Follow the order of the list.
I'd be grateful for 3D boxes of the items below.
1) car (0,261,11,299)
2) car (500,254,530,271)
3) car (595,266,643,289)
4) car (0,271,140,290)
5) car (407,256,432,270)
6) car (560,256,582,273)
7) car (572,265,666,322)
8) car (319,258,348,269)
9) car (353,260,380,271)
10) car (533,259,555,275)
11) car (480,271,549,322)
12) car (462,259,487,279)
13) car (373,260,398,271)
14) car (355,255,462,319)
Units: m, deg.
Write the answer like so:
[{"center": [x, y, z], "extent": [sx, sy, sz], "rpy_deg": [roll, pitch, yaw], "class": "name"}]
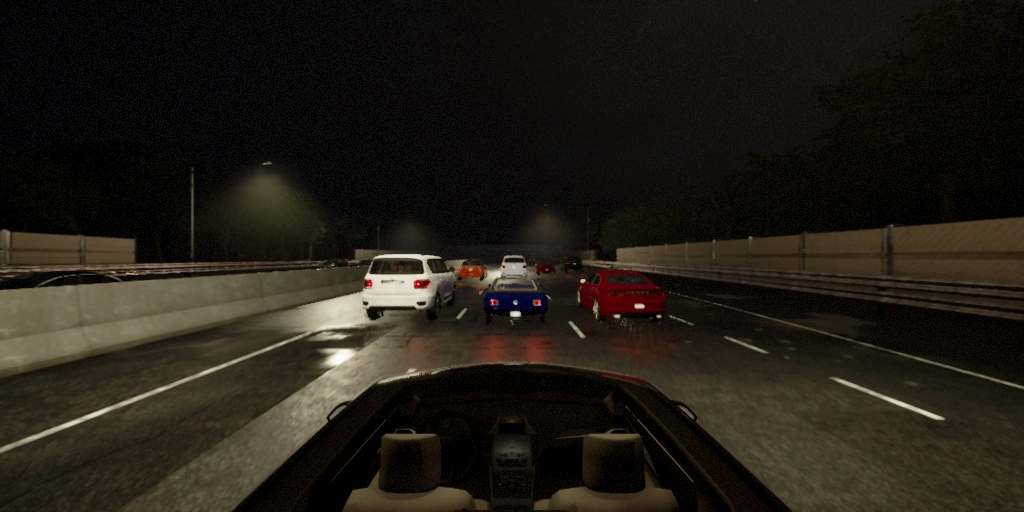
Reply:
[{"center": [-24.391, 1.102, 14.436], "extent": [2.097, 1.767, 4.553], "rpy_deg": [0, 0, -2], "class": "car"}, {"center": [0.179, 0.993, 30.719], "extent": [2.150, 2.045, 5.566], "rpy_deg": [0, 0, 0], "class": "car"}, {"center": [7.103, 1.364, 24.232], "extent": [1.895, 1.301, 4.718], "rpy_deg": [0, 0, 1], "class": "car"}, {"center": [-14.091, 1.254, 10.888], "extent": [1.837, 1.490, 4.892], "rpy_deg": [0, 0, 0], "class": "car"}, {"center": [-13.795, 1.022, 53.747], "extent": [2.150, 2.045, 5.566], "rpy_deg": [0, 0, 1], "class": "car"}, {"center": [7.271, 1.016, 44.247], "extent": [2.150, 2.045, 5.566], "rpy_deg": [0, 0, 1], "class": "car"}, {"center": [3.509, 1.230, 12.334], "extent": [1.882, 1.535, 5.008], "rpy_deg": [0, 0, 0], "class": "car"}, {"center": [-24.345, 1.147, 49.124], "extent": [2.097, 1.767, 4.553], "rpy_deg": [0, 0, 1], "class": "car"}, {"center": [-20.816, 1.303, 51.498], "extent": [1.837, 1.490, 4.892], "rpy_deg": [0, 0, 1], "class": "car"}, {"center": [3.639, 1.265, 39.808], "extent": [1.882, 1.535, 5.008], "rpy_deg": [0, 0, 0], "class": "car"}, {"center": [0.110, 1.352, 12.350], "extent": [1.895, 1.301, 4.718], "rpy_deg": [0, 0, 0], "class": "car"}, {"center": [-3.318, 1.123, 30.912], "extent": [2.097, 1.767, 4.553], "rpy_deg": [0, 0, 0], "class": "car"}, {"center": [-17.346, 1.322, 49.395], "extent": [1.812, 1.442, 4.674], "rpy_deg": [0, 0, 1], "class": "car"}, {"center": [-3.389, 0.973, 12.859], "extent": [2.150, 2.045, 5.566], "rpy_deg": [0, 0, 0], "class": "car"}]
